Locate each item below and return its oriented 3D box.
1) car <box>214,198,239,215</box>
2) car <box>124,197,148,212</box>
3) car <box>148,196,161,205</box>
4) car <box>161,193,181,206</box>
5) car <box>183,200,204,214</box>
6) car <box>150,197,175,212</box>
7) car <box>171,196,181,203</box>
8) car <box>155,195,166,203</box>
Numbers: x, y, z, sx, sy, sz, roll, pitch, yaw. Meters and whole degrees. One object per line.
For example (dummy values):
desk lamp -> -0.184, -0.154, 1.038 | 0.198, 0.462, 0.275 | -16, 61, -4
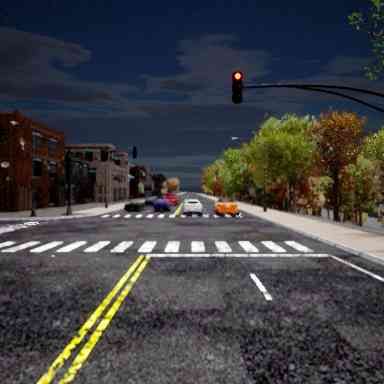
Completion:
car -> 3.345, 1.330, 33.084 | 2.097, 1.767, 4.553 | 0, 0, 0
car -> -6.615, 1.576, 38.574 | 1.895, 1.301, 4.718 | 0, 0, 0
car -> -6.647, 1.514, 53.949 | 2.033, 1.411, 5.357 | 0, 0, 0
car -> -3.402, 1.188, 54.399 | 2.150, 2.045, 5.566 | 0, 0, 0
car -> 0.081, 1.503, 34.331 | 1.812, 1.442, 4.674 | 0, 0, 0
car -> -3.365, 1.576, 38.584 | 1.895, 1.301, 4.718 | 0, 0, 0
car -> -3.351, 1.504, 70.090 | 1.994, 1.385, 4.181 | 0, 0, 0
car -> -6.599, 1.478, 69.644 | 1.812, 1.442, 4.674 | 0, 0, 0
